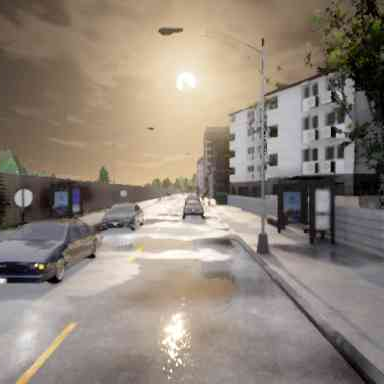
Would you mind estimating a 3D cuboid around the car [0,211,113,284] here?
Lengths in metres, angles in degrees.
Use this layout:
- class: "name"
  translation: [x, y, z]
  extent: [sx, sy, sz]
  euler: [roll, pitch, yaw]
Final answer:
- class: "car"
  translation: [-4.086, 1.512, 9.770]
  extent: [2.033, 1.411, 5.357]
  euler: [0, 0, 0]

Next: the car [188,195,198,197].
- class: "car"
  translation: [0.097, 1.185, 46.085]
  extent: [2.097, 1.767, 4.553]
  euler: [0, 0, 0]

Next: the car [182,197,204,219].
- class: "car"
  translation: [0.099, 1.445, 28.332]
  extent: [2.033, 1.411, 5.357]
  euler: [0, 0, 0]

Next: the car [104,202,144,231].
- class: "car"
  translation: [-4.074, 1.431, 20.148]
  extent: [1.837, 1.490, 4.892]
  euler: [0, 0, 0]
